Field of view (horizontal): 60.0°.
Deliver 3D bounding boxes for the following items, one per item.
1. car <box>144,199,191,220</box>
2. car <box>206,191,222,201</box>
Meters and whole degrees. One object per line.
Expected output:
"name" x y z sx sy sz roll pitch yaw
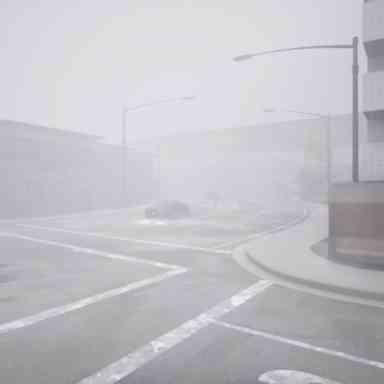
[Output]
"car" -1.758 1.252 25.174 1.994 1.385 4.181 0 1 29
"car" 3.316 0.641 51.331 1.837 1.490 4.892 0 0 -7
